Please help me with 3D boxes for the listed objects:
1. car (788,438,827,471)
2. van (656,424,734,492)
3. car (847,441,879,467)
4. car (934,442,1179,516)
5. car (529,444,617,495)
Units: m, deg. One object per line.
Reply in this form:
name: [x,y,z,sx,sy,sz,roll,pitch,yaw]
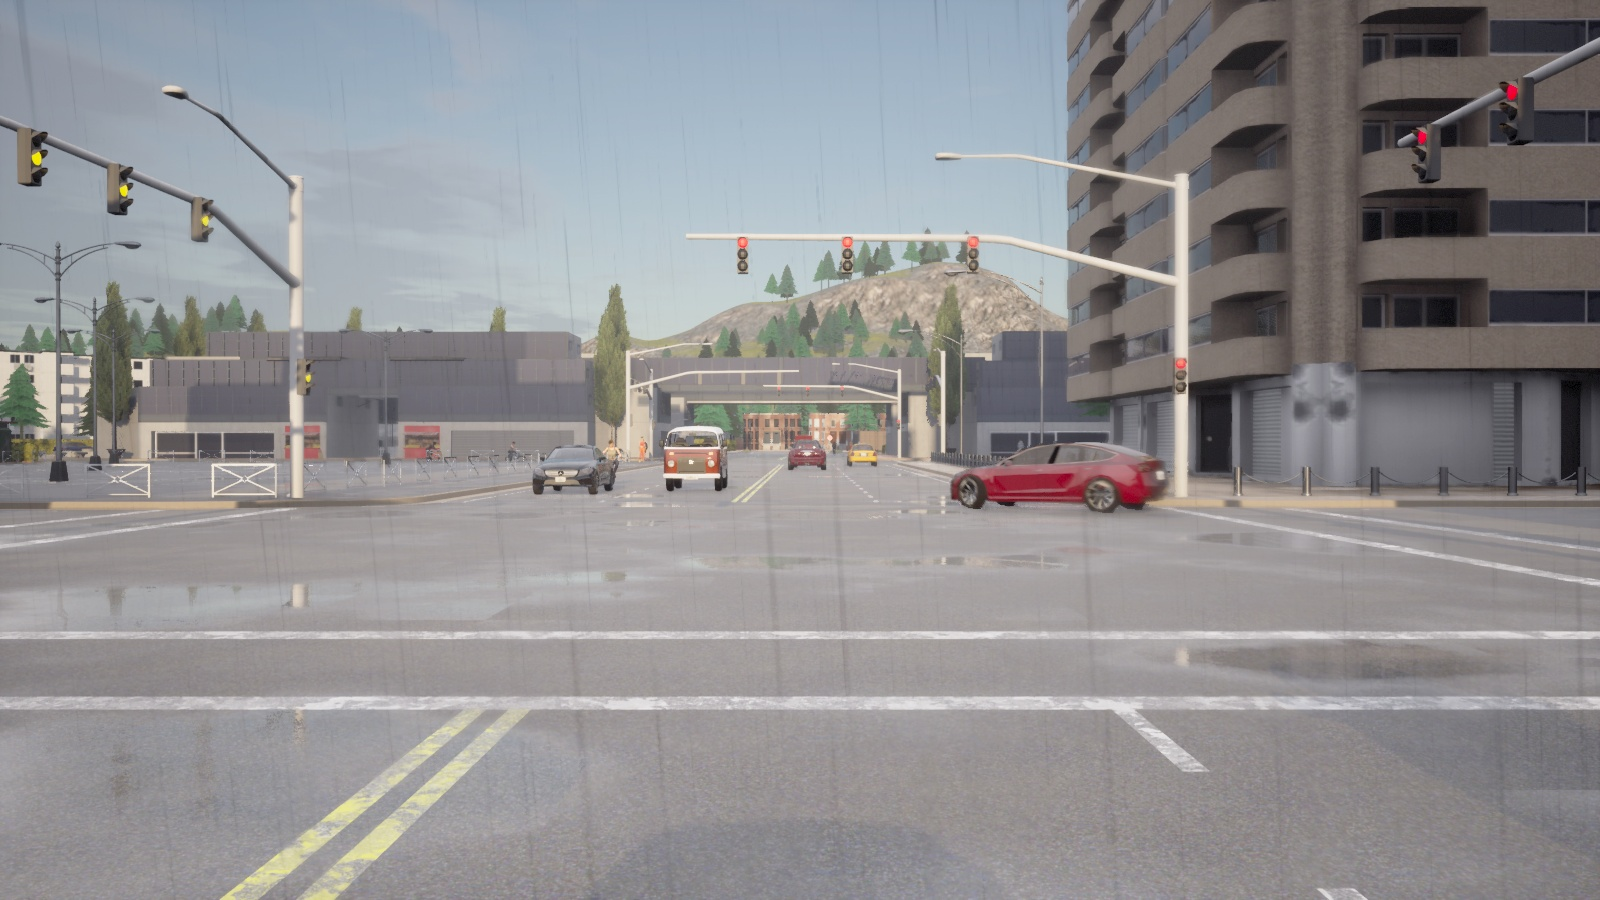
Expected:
car: [0.404,0.211,69.817,2.097,1.767,4.553,0,0,0]
van: [-3.262,0.242,39.909,2.069,2.038,4.480,0,0,0]
car: [3.962,0.236,80.183,1.801,1.575,5.366,0,0,0]
car: [5.570,0.572,27.511,4.792,1.488,2.163,0,0,36]
car: [-6.774,0.553,37.914,1.812,1.442,4.674,0,0,0]
